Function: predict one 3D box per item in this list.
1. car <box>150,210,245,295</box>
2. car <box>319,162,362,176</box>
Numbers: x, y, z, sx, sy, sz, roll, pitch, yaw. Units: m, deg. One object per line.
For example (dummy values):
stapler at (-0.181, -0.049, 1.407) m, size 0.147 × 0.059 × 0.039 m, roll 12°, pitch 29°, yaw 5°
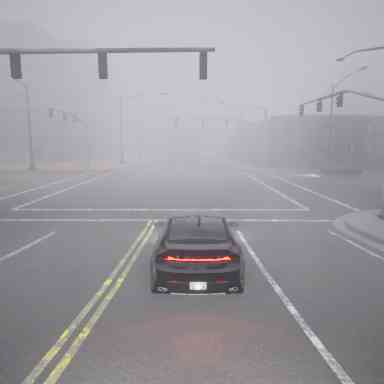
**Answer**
car at (0.112, 1.197, 8.109) m, size 1.837 × 1.490 × 4.892 m, roll 0°, pitch 4°, yaw 0°
car at (15.867, -2.459, 35.629) m, size 4.181 × 1.385 × 1.994 m, roll 0°, pitch 8°, yaw 0°
